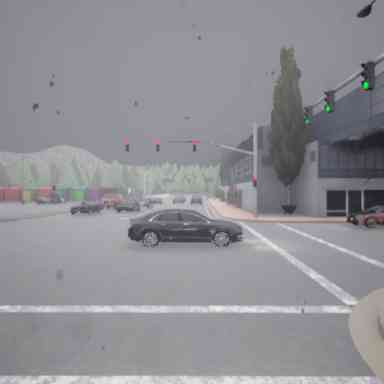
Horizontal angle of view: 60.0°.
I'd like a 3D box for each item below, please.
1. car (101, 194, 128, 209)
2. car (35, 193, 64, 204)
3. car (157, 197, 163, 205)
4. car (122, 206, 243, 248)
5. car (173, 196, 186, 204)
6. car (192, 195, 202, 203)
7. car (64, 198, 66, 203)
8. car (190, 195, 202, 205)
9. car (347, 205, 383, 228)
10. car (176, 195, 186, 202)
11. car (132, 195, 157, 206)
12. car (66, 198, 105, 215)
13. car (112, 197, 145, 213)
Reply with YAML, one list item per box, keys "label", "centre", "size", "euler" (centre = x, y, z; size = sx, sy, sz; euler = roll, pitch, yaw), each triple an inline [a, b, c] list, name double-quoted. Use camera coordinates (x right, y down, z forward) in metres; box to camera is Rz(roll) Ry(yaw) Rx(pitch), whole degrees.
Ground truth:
- label: "car"
  centre: [-10.418, 1.228, 43.347]
  size: [2.150, 2.045, 5.566]
  euler: [0, 0, 2]
- label: "car"
  centre: [-24.764, 1.165, 57.319]
  size: [3.866, 1.878, 1.905]
  euler: [0, 0, 0]
- label: "car"
  centre: [-6.407, 1.573, 59.332]
  size: [1.994, 1.385, 4.181]
  euler: [0, 0, 3]
- label: "car"
  centre: [-0.292, 1.507, 14.249]
  size: [4.892, 1.490, 1.837]
  euler: [0, 0, -1]
- label: "car"
  centre: [-2.697, 1.574, 65.170]
  size: [1.994, 1.385, 4.181]
  euler: [0, 0, 2]
- label: "car"
  centre: [1.078, 1.537, 74.530]
  size: [2.128, 1.511, 4.902]
  euler: [0, 0, 2]
- label: "car"
  centre: [-24.743, 1.405, 60.215]
  size: [3.806, 1.475, 1.970]
  euler: [0, 0, 0]
- label: "car"
  centre: [0.780, 1.364, 60.656]
  size: [2.097, 1.767, 4.553]
  euler: [0, 0, 0]
- label: "car"
  centre: [12.333, 1.567, 21.515]
  size: [4.181, 1.385, 1.994]
  euler: [0, 0, 0]
- label: "car"
  centre: [-2.411, 1.481, 74.961]
  size: [1.994, 1.385, 4.181]
  euler: [0, 0, 2]
- label: "car"
  centre: [-6.771, 1.499, 47.894]
  size: [2.128, 1.511, 4.902]
  euler: [0, 0, 2]
- label: "car"
  centre: [-10.646, 1.606, 33.582]
  size: [1.895, 1.301, 4.718]
  euler: [0, 0, 1]
- label: "car"
  centre: [-7.067, 1.553, 37.476]
  size: [2.033, 1.411, 5.357]
  euler: [0, 0, 1]
